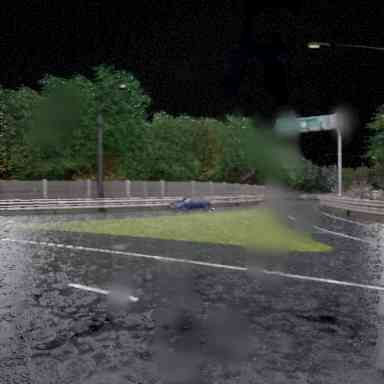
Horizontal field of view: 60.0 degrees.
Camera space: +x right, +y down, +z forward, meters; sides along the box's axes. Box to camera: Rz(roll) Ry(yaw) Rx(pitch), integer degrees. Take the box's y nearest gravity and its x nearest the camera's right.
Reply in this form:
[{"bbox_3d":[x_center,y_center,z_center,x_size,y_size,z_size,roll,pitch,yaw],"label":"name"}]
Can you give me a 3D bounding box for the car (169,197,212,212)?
[{"bbox_3d":[-0.094,1.199,33.284,4.674,1.442,1.812,-1,1,-38],"label":"car"}]
